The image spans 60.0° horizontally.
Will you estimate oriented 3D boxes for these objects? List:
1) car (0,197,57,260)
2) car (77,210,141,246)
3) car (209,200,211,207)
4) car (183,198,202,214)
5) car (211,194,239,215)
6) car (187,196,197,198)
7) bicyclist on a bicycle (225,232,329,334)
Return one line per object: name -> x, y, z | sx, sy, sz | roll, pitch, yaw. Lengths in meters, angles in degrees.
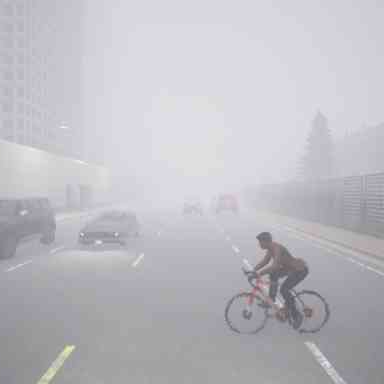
car -> -7.105, 1.220, 12.683 | 2.150, 2.045, 5.566 | 0, 0, -1
car -> -3.595, 1.547, 15.482 | 2.033, 1.411, 5.357 | 0, 0, 0
car -> 3.480, 1.525, 46.897 | 1.812, 1.442, 4.674 | 0, 0, 0
car -> 0.042, 1.600, 34.559 | 1.895, 1.301, 4.718 | 0, 0, 0
car -> 3.488, 1.218, 34.335 | 2.150, 2.045, 5.566 | 0, 0, 1
car -> -0.017, 1.351, 45.061 | 2.097, 1.767, 4.553 | 0, 0, 0
bicyclist on a bicycle -> 1.330, 1.453, 5.257 | 1.656, 1.620, 0.582 | -2, 0, 0
